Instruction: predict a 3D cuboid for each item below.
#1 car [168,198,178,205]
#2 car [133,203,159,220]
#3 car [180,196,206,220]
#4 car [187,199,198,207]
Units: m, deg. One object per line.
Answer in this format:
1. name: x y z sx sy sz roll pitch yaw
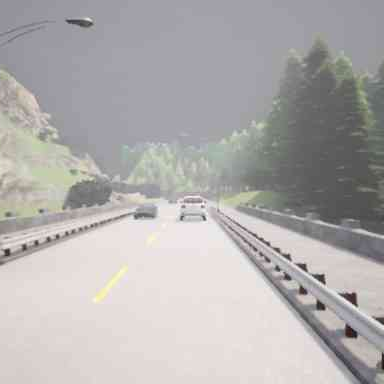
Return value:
1. car: -4.031 1.983 71.484 1.994 1.385 4.181 0 0 0
2. car: -4.092 1.752 30.645 2.033 1.411 5.357 0 0 0
3. car: 0.090 1.420 30.146 2.150 2.045 5.566 0 -1 0
4. car: 0.074 2.009 61.395 1.895 1.301 4.718 0 0 0
